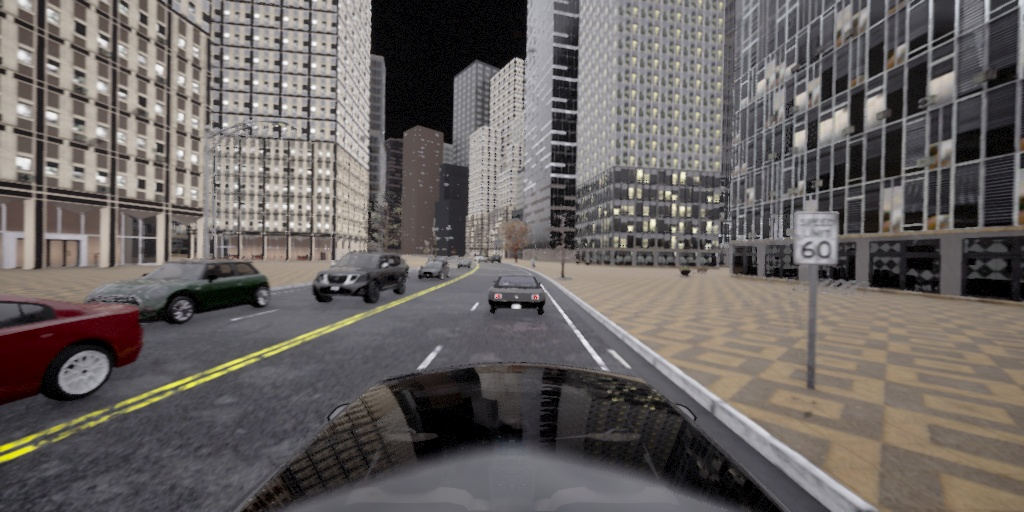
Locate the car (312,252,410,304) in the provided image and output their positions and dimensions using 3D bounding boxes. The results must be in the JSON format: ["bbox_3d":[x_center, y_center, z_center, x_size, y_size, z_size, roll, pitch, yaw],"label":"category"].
[{"bbox_3d":[-6.361,0.835,15.766,2.150,2.045,5.566,1,0,1],"label":"car"}]

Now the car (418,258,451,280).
[{"bbox_3d":[-6.169,1.100,28.847,1.837,1.490,4.892,1,1,1],"label":"car"}]

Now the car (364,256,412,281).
[{"bbox_3d":[-9.428,0.889,27.671,2.097,1.767,4.553,1,0,1],"label":"car"}]

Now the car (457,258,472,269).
[{"bbox_3d":[-6.625,1.088,50.567,1.837,1.490,4.892,1,0,-3],"label":"car"}]

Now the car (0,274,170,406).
[{"bbox_3d":[-6.600,1.098,3.336,1.882,1.535,5.008,1,0,1],"label":"car"}]

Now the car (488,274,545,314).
[{"bbox_3d":[0.198,1.343,13.790,1.895,1.301,4.718,1,0,1],"label":"car"}]

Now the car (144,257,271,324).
[{"bbox_3d":[-9.705,0.904,10.926,2.097,1.767,4.553,1,0,1],"label":"car"}]
